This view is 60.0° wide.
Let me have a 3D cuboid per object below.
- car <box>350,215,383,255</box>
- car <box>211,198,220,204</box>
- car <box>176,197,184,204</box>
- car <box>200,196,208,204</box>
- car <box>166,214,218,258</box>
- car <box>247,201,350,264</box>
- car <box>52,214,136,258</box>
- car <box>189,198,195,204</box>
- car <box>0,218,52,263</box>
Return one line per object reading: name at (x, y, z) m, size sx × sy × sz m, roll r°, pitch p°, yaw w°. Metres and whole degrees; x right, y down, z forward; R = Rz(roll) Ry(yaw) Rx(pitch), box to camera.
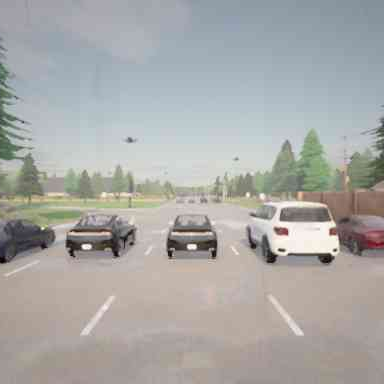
car at (7.020, 1.675, 13.884) m, size 1.812 × 1.442 × 4.674 m, roll 0°, pitch 0°, yaw 1°
car at (6.975, 2.501, 94.046) m, size 1.837 × 1.490 × 4.892 m, roll 0°, pitch -1°, yaw 0°
car at (-3.525, 2.530, 94.097) m, size 2.033 × 1.411 × 5.357 m, roll 0°, pitch -1°, yaw 0°
car at (3.475, 2.492, 94.158) m, size 1.837 × 1.490 × 4.892 m, roll 0°, pitch -1°, yaw 0°
car at (0.015, 1.638, 13.486) m, size 2.128 × 1.511 × 4.902 m, roll 0°, pitch 0°, yaw 0°
car at (3.506, 1.360, 12.570) m, size 2.150 × 2.045 × 5.566 m, roll 0°, pitch 0°, yaw 0°
car at (-3.485, 1.638, 13.488) m, size 2.128 × 1.511 × 4.902 m, roll 0°, pitch 0°, yaw 0°
car at (-0.025, 2.542, 94.073) m, size 2.033 × 1.411 × 5.357 m, roll 0°, pitch -1°, yaw 0°
car at (-6.995, 1.682, 12.492) m, size 2.033 × 1.411 × 5.357 m, roll 0°, pitch -1°, yaw 0°
